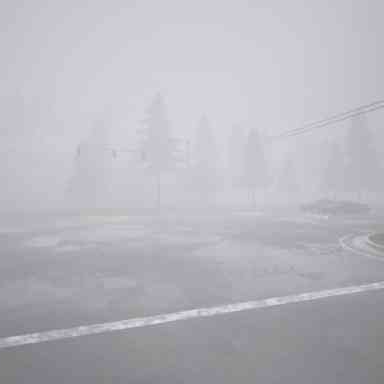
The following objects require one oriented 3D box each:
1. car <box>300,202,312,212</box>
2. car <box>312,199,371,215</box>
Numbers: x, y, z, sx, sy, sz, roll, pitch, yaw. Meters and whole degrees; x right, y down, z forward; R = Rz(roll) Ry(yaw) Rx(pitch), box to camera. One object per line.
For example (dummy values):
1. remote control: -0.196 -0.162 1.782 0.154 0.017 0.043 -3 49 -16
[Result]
1. car: 14.294 1.478 36.652 5.008 1.535 1.882 0 0 -17
2. car: 15.158 1.547 33.265 5.357 1.411 2.033 0 0 -17
